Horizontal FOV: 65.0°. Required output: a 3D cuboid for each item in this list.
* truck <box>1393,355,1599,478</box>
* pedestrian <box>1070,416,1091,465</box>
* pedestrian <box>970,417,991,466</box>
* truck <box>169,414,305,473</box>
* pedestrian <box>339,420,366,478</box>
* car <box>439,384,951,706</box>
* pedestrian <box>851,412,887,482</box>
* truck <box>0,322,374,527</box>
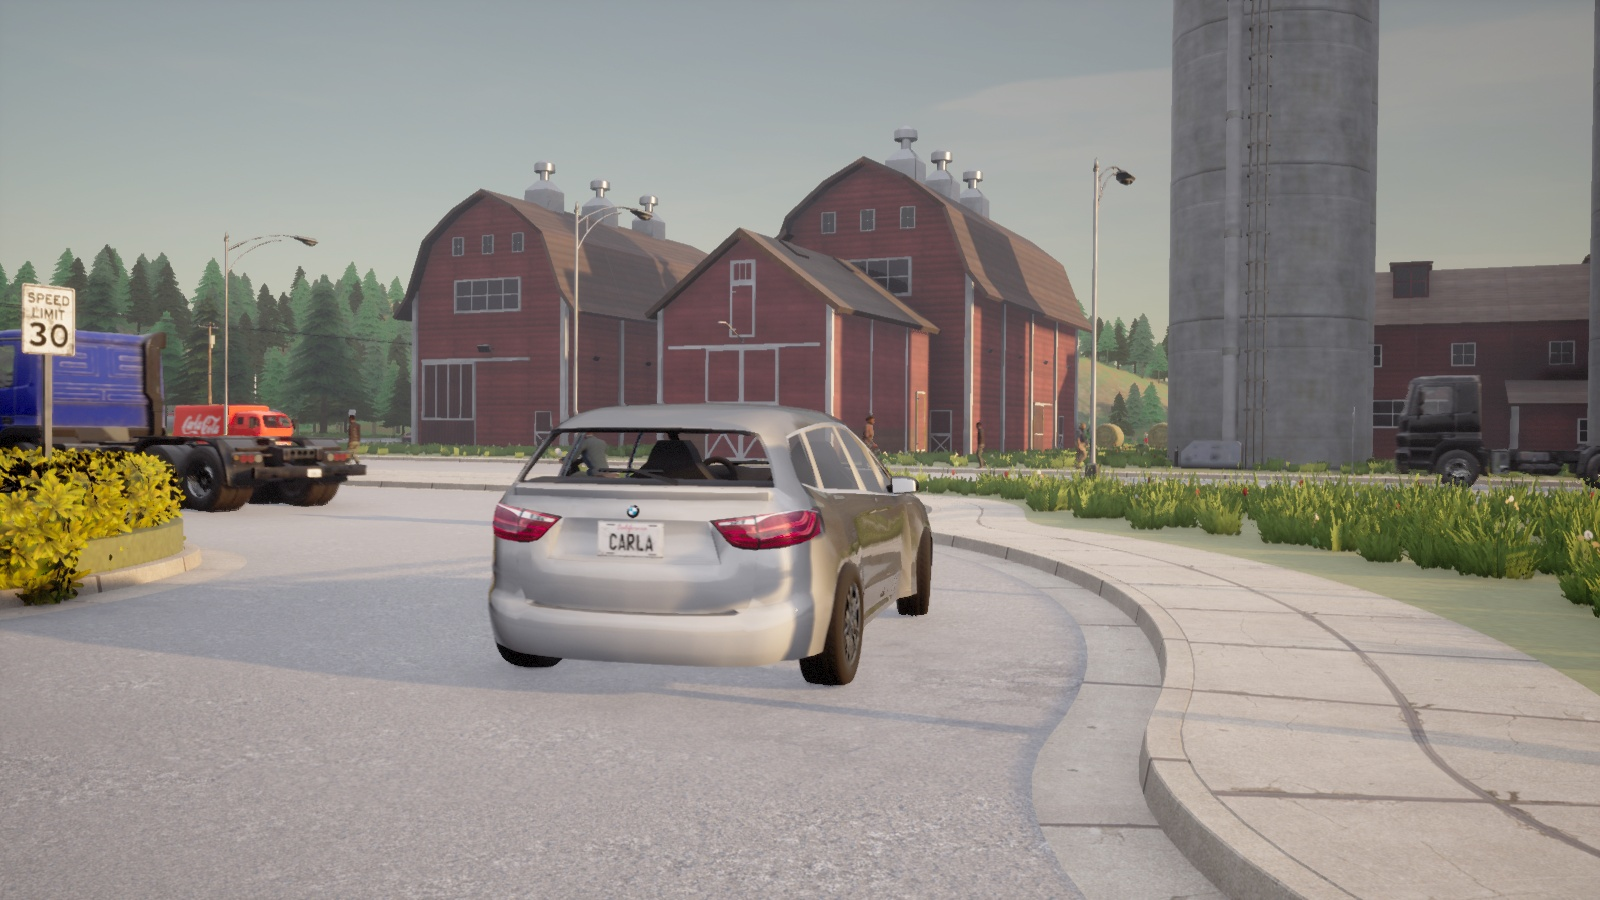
[{"bbox_3d":[21.865,-0.954,36.958,7.936,3.462,2.891,0,1,25],"label":"truck"},{"bbox_3d":[10.656,-0.362,47.666,0.694,1.848,0.540,0,1,24],"label":"pedestrian"},{"bbox_3d":[6.871,-0.331,47.930,0.703,1.840,0.431,0,1,21],"label":"pedestrian"},{"bbox_3d":[-24.531,-0.281,54.717,5.204,2.467,2.627,0,1,25],"label":"truck"},{"bbox_3d":[-14.241,-0.031,39.979,0.703,1.840,0.431,0,1,29],"label":"pedestrian"},{"bbox_3d":[-0.353,0.456,9.002,2.242,1.667,4.611,0,1,15],"label":"car"},{"bbox_3d":[1.821,-0.082,33.073,0.869,1.805,0.328,0,1,24],"label":"pedestrian"},{"bbox_3d":[-12.319,-0.468,24.241,7.936,3.462,2.891,0,1,25],"label":"truck"}]
